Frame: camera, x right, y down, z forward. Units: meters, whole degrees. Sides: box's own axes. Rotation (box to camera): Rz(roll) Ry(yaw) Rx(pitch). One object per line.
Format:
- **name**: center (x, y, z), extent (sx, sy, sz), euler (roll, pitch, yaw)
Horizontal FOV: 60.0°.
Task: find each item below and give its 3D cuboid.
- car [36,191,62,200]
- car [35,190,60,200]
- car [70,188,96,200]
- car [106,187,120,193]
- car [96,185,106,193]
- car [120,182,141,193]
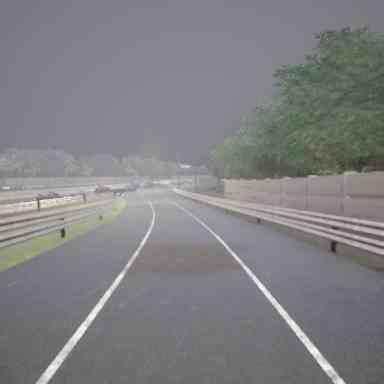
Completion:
- **car**: center (-23.032, 0.734, 54.194), extent (1.812, 1.442, 4.674), euler (0, 3, 12)
- **car**: center (-25.614, 0.528, 59.054), extent (1.994, 1.385, 4.181), euler (0, 3, 11)
- **car**: center (-18.923, 0.520, 56.828), extent (1.882, 1.535, 5.008), euler (0, 3, 11)
- **car**: center (-17.943, -0.543, 79.188), extent (1.895, 1.301, 4.718), euler (0, 3, 11)
- **car**: center (-21.386, -0.796, 79.815), extent (2.097, 1.767, 4.553), euler (0, 3, 11)
- **car**: center (-14.528, -0.763, 78.411), extent (2.097, 1.767, 4.553), euler (0, 3, 11)
